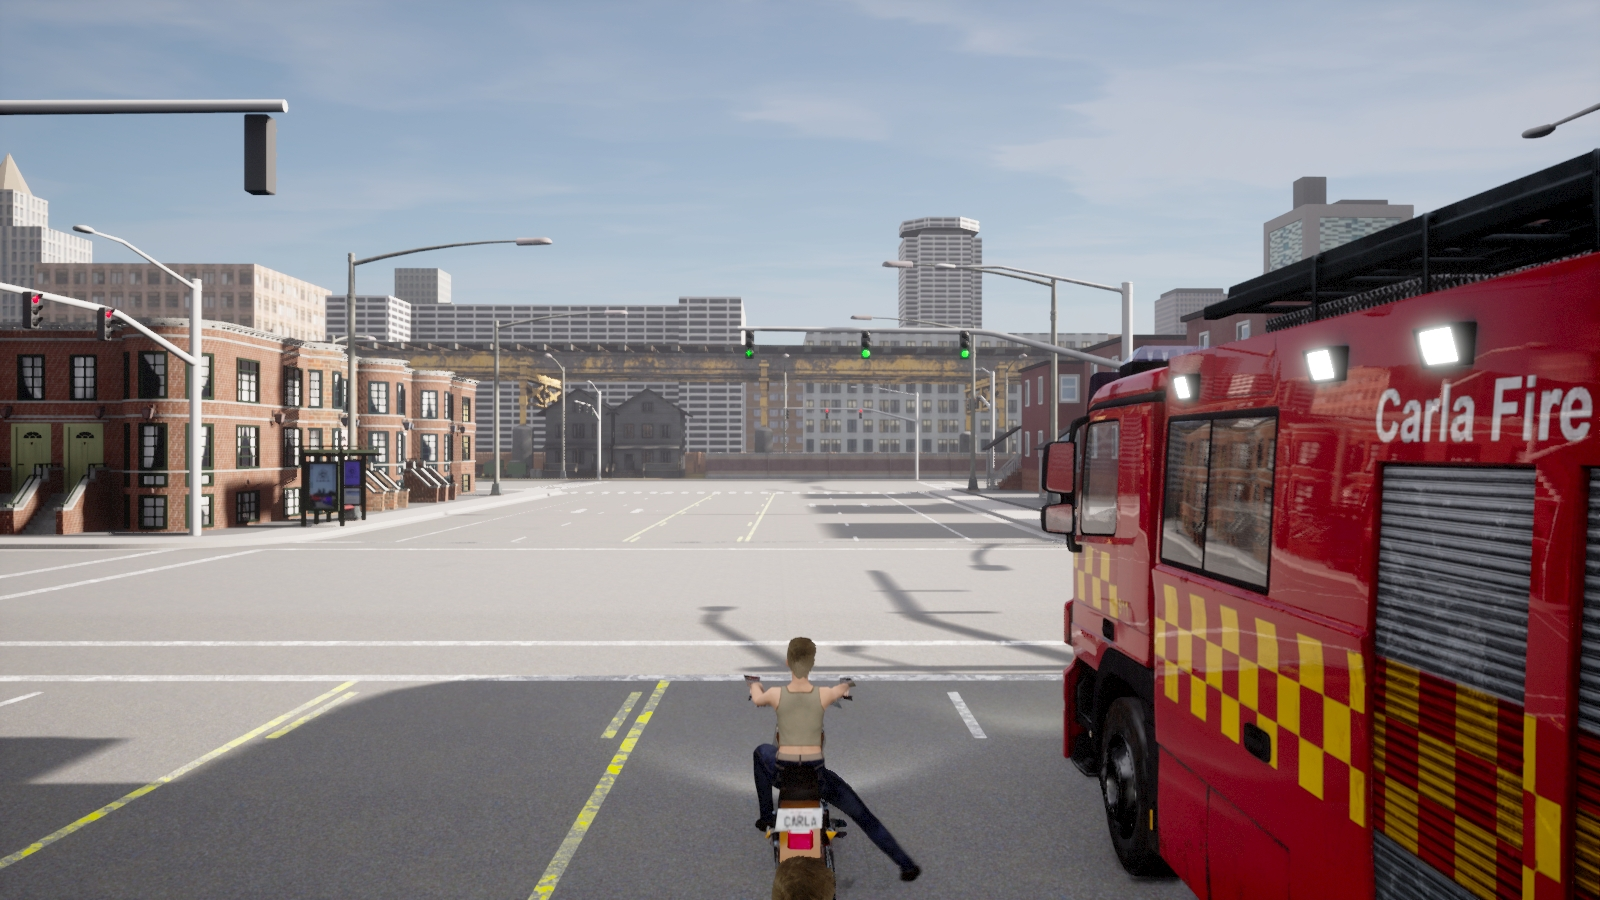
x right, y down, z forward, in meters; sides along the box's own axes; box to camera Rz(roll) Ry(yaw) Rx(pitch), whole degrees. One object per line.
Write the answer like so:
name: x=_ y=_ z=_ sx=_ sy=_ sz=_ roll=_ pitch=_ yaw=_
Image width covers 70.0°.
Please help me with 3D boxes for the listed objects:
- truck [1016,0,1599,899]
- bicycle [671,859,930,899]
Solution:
truck: x=3.249 y=0.888 z=5.262 sx=2.891 sy=3.827 sz=8.468 roll=0 pitch=0 yaw=0
bicycle: x=0.001 y=2.144 z=3.429 sx=0.859 sy=1.301 sz=1.487 roll=0 pitch=0 yaw=0
